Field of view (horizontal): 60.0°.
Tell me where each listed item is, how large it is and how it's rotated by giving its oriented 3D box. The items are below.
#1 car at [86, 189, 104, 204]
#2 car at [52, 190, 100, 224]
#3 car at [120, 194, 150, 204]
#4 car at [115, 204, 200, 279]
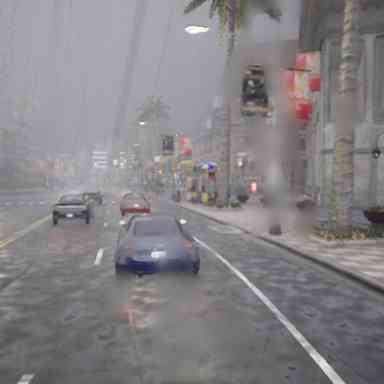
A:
[{"bbox_3d":[-9.898,0.425,33.282,1.837,1.490,4.892,0,2,-13],"label":"car"},{"bbox_3d":[-6.560,0.877,18.765,2.128,1.511,4.902,0,2,-13],"label":"car"},{"bbox_3d":[-4.083,0.796,23.635,1.994,1.385,4.181,0,2,-13],"label":"car"},{"bbox_3d":[-1.049,1.263,9.170,1.994,1.385,4.181,0,2,-10],"label":"car"}]
